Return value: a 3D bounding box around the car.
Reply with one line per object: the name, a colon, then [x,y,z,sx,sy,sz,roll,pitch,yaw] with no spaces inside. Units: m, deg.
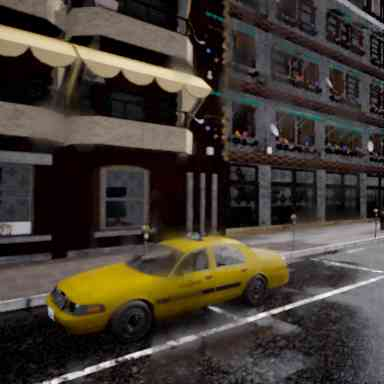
car: [-0.163,1.509,6.428,4.829,1.417,1.752,0,1,-35]
